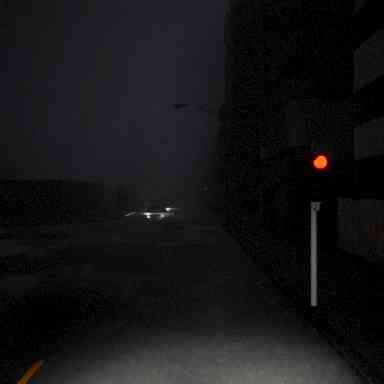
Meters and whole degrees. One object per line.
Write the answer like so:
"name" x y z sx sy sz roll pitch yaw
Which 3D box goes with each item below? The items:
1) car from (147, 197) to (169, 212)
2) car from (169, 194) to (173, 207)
"car" -4.158 1.478 39.535 1.882 1.535 5.008 0 0 0
"car" -4.142 1.505 49.562 1.837 1.490 4.892 0 0 1
